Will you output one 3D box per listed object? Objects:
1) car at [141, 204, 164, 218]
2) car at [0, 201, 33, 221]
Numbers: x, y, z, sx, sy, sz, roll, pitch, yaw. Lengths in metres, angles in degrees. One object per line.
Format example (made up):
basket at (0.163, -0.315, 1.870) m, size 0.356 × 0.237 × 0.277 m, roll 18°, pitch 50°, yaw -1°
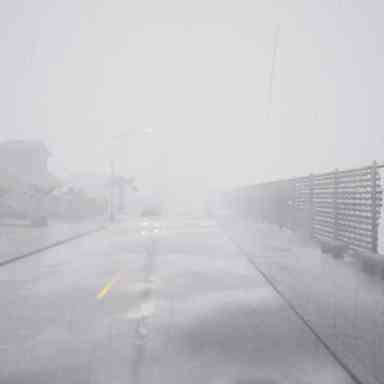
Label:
car at (-4.023, 1.946, 34.525) m, size 1.994 × 1.385 × 4.181 m, roll 0°, pitch -1°, yaw 0°
car at (-14.562, 1.465, 26.240) m, size 3.633 × 1.501 × 1.845 m, roll 0°, pitch -1°, yaw -3°
